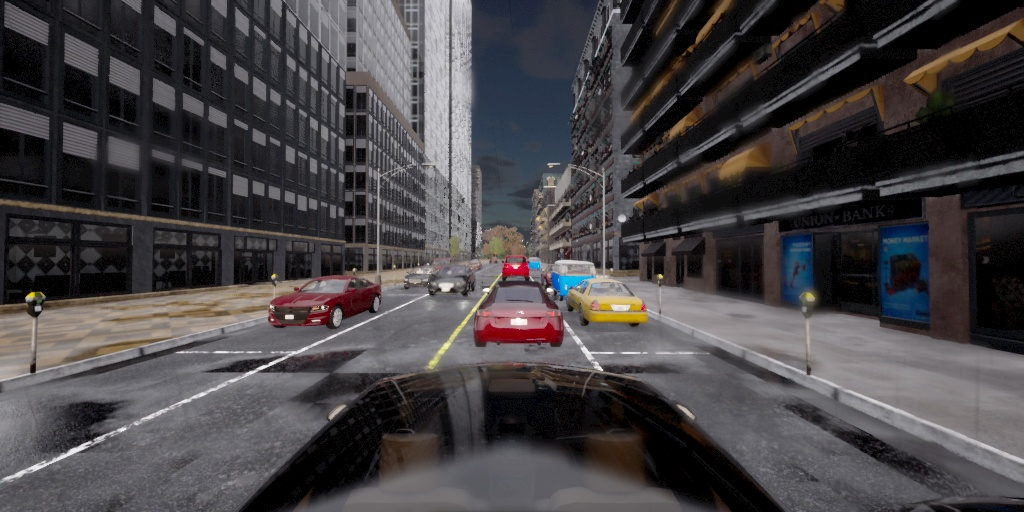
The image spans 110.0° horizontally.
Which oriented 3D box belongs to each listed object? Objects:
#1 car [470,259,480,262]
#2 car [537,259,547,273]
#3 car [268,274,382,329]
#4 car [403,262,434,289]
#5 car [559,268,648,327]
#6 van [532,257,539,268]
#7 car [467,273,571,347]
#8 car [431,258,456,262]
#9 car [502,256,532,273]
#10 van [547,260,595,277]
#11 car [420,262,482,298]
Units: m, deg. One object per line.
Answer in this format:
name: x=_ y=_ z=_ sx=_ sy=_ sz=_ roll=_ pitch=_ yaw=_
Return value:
car: x=-5.305 y=1.205 z=50.911 sx=1.967 sy=1.591 sz=4.097 roll=0 pitch=0 yaw=0
car: x=2.853 y=1.196 z=22.566 sx=1.967 sy=1.591 sz=4.097 roll=0 pitch=0 yaw=0
car: x=-5.616 y=1.298 z=11.311 sx=1.888 sy=1.381 sz=4.507 roll=0 pitch=0 yaw=0
car: x=-5.527 y=1.306 z=22.625 sx=2.007 sy=1.370 sz=4.403 roll=0 pitch=0 yaw=0
car: x=2.766 y=1.278 z=11.422 sx=1.751 sy=1.417 sz=4.829 roll=0 pitch=0 yaw=0
van: x=3.076 y=1.106 z=50.852 sx=1.690 sy=1.789 sz=3.998 roll=0 pitch=0 yaw=0
car: x=0.157 y=1.316 z=9.319 sx=1.994 sy=1.385 sz=4.181 roll=0 pitch=0 yaw=0
car: x=-5.483 y=1.072 z=28.282 sx=2.192 sy=1.841 sz=5.009 roll=0 pitch=0 yaw=0
car: x=0.318 y=0.980 z=30.070 sx=2.150 sy=2.045 sz=5.566 roll=0 pitch=0 yaw=1
van: x=2.809 y=1.095 z=16.909 sx=1.690 sy=1.789 sz=3.998 roll=0 pitch=0 yaw=0
car: x=-2.970 y=1.246 z=18.639 sx=2.128 sy=1.511 sz=4.902 roll=0 pitch=0 yaw=0
